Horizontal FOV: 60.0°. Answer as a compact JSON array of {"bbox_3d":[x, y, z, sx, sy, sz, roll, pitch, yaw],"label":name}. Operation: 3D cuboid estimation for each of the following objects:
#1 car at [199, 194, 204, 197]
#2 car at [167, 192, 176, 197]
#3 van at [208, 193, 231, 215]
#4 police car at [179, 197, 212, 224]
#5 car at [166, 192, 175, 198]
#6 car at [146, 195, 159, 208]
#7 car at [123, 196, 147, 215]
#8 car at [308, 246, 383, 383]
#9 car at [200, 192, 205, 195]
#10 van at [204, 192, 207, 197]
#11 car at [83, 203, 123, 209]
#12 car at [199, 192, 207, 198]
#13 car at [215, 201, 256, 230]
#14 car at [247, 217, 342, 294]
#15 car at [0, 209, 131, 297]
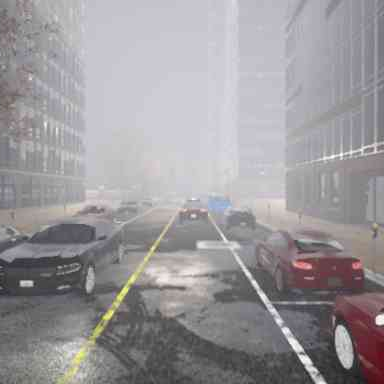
[{"bbox_3d":[0.107,1.254,41.266,1.994,1.385,4.181,0,1,0],"label":"car"},{"bbox_3d":[-5.671,0.731,92.031,2.008,1.369,4.403,0,1,0],"label":"car"},{"bbox_3d":[2.699,1.130,31.147,1.690,1.788,3.998,0,1,0],"label":"van"},{"bbox_3d":[0.104,1.353,23.645,2.038,1.542,4.974,0,0,0],"label":"police car"},{"bbox_3d":[-5.671,0.782,86.348,1.887,1.381,4.507,0,1,0],"label":"car"},{"bbox_3d":[-5.760,1.244,42.546,1.947,1.339,4.313,0,1,0],"label":"car"},{"bbox_3d":[-5.683,1.355,31.150,1.947,1.339,4.313,0,0,0],"label":"car"},{"bbox_3d":[2.691,1.529,2.645,1.887,1.381,4.507,0,0,0],"label":"car"},{"bbox_3d":[2.709,0.734,80.668,1.967,1.590,4.097,0,1,0],"label":"car"},{"bbox_3d":[2.783,1.018,42.543,1.690,1.788,3.998,0,1,0],"label":"van"},{"bbox_3d":[-5.686,1.427,19.746,1.887,1.381,4.507,0,0,0],"label":"car"},{"bbox_3d":[2.709,0.803,86.349,1.947,1.339,4.313,0,1,0],"label":"car"},{"bbox_3d":[2.695,1.433,19.744,2.008,1.369,4.403,0,0,0],"label":"car"},{"bbox_3d":[2.692,1.535,8.343,1.802,1.307,4.206,0,0,0],"label":"car"},{"bbox_3d":[-3.097,1.429,8.717,1.882,1.535,5.008,0,0,0],"label":"car"}]
